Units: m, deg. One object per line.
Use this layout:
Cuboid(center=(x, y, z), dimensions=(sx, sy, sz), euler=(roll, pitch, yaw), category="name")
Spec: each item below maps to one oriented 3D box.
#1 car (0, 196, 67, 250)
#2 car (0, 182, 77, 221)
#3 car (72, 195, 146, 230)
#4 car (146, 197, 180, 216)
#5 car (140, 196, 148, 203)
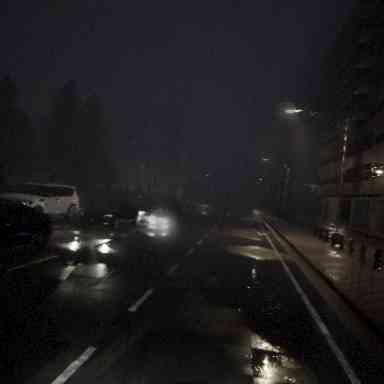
Cuboid(center=(-5.850, 0.993, 9.689), dimensions=(1.812, 1.442, 4.674), euler=(6, 0, 9), category="car")
Cuboid(center=(-8.106, 0.506, 17.748), dimensions=(2.150, 2.045, 5.566), euler=(6, 0, 9), category="car")
Cuboid(center=(-4.451, 1.129, 18.723), dimensions=(1.882, 1.535, 5.008), euler=(6, 0, 9), category="car")
Cuboid(center=(-2.378, 1.414, 31.819), dimensions=(2.128, 1.511, 4.902), euler=(6, 0, 9), category="car")
Cuboid(center=(-5.257, 1.206, 35.856), dimensions=(2.033, 1.411, 5.357), euler=(6, 0, 10), category="car")
